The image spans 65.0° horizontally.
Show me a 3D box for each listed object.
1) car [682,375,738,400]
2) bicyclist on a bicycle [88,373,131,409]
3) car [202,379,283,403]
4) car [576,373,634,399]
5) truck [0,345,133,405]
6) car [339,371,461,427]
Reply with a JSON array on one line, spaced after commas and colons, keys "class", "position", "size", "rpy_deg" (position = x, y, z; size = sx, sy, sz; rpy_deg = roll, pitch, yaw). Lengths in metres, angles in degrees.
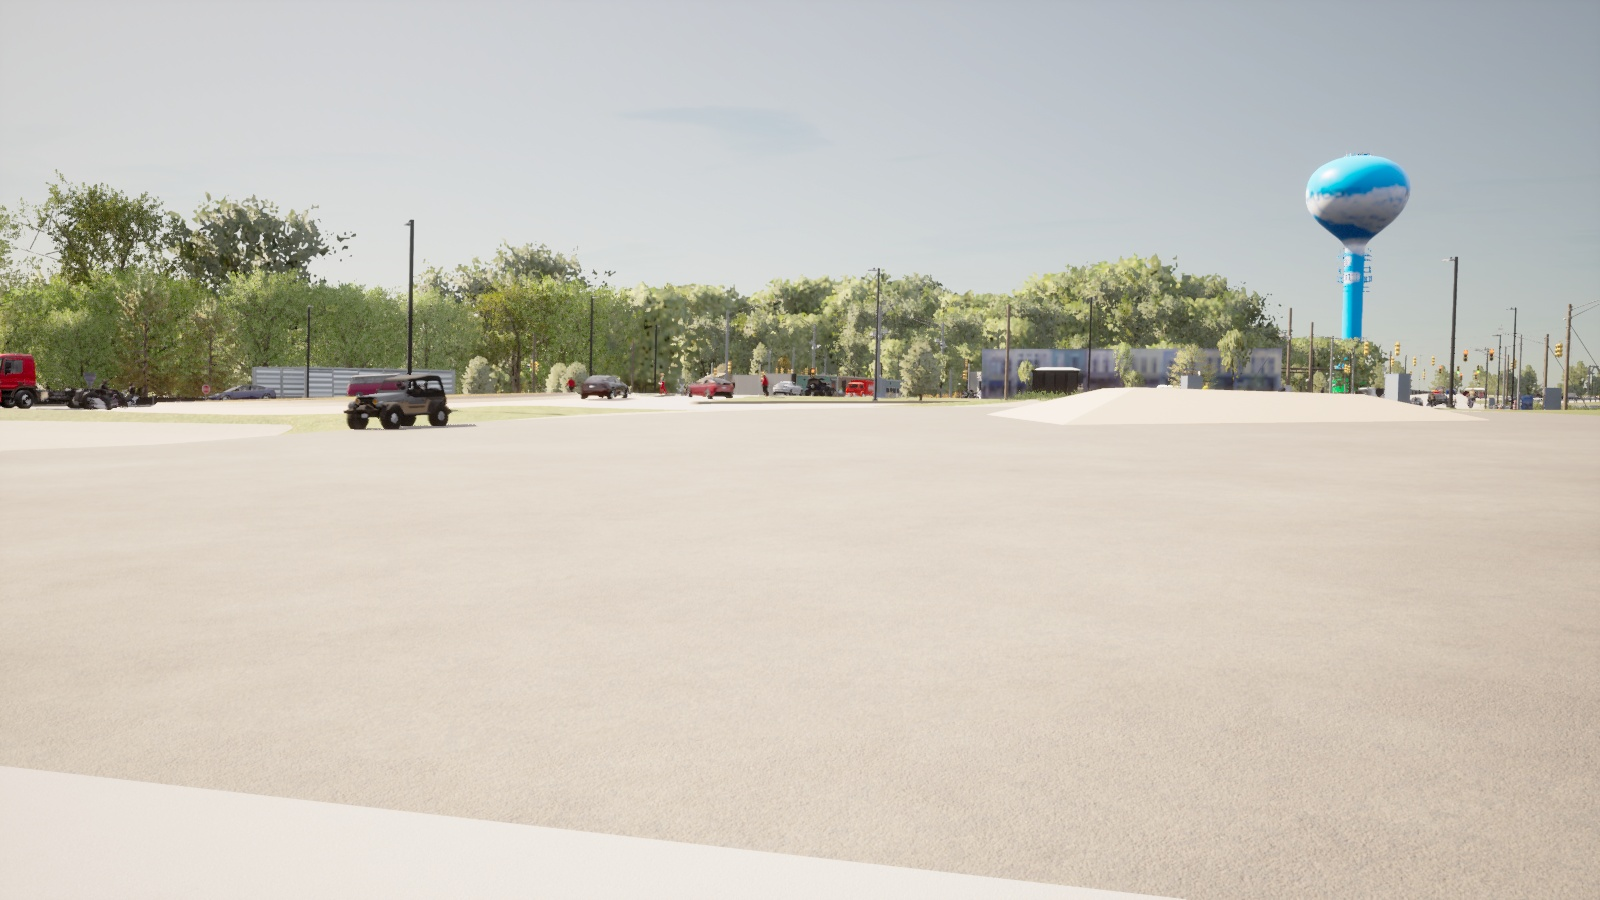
[{"class": "car", "position": [-6.382, -4.448, 88.705], "size": [2.007, 1.525, 4.514], "rpy_deg": [2, 3, -32]}, {"class": "bicyclist on a bicycle", "position": [-35.718, -3.035, 64.960], "size": [1.843, 1.776, 0.659], "rpy_deg": [2, 1, 0]}, {"class": "car", "position": [-40.240, -4.254, 90.754], "size": [2.163, 1.488, 4.792], "rpy_deg": [-4, 0, 40]}, {"class": "car", "position": [-12.240, -4.058, 79.151], "size": [2.163, 1.488, 4.792], "rpy_deg": [2, 4, 10]}, {"class": "truck", "position": [-46.953, -4.676, 79.441], "size": [2.891, 3.462, 7.936], "rpy_deg": [3, 3, 38]}, {"class": "car", "position": [-14.152, -1.832, 44.638], "size": [1.905, 1.878, 3.866], "rpy_deg": [1, 4, 26]}]
